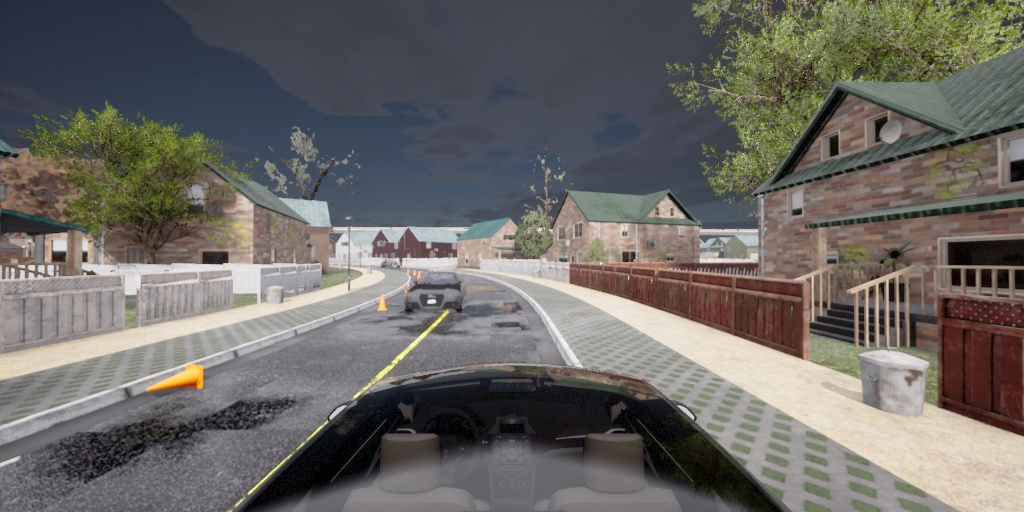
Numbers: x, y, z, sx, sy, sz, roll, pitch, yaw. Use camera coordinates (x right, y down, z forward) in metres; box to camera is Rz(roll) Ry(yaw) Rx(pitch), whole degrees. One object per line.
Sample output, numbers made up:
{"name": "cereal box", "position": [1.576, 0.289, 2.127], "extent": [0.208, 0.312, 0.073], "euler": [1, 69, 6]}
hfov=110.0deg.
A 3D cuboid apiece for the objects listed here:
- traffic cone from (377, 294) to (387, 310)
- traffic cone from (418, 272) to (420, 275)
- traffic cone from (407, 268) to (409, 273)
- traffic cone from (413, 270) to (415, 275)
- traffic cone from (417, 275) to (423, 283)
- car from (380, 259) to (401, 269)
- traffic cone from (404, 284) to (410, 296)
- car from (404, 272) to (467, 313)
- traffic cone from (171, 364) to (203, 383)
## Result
{"name": "traffic cone", "position": [-4.828, 1.710, 13.350], "extent": [0.340, 0.580, 0.340], "euler": [0, 0, -3]}
{"name": "traffic cone", "position": [-7.028, 1.705, 27.678], "extent": [0.340, 0.580, 0.340], "euler": [0, 0, -14]}
{"name": "traffic cone", "position": [-11.958, 1.690, 41.311], "extent": [0.340, 0.580, 0.340], "euler": [0, 0, -25]}
{"name": "traffic cone", "position": [-10.021, 1.696, 36.877], "extent": [0.340, 0.580, 0.340], "euler": [0, 0, -22]}
{"name": "traffic cone", "position": [-5.987, 1.708, 22.953], "extent": [0.340, 0.580, 0.340], "euler": [0, 0, -11]}
{"name": "car", "position": [-18.543, 1.255, 54.393], "extent": [1.812, 1.442, 4.674], "euler": [1, 0, -37]}
{"name": "traffic cone", "position": [-5.252, 1.710, 18.170], "extent": [0.340, 0.580, 0.340], "euler": [0, 0, -7]}
{"name": "car", "position": [-2.805, 1.320, 13.896], "extent": [1.994, 1.385, 4.181], "euler": [0, 0, -4]}
{"name": "traffic cone", "position": [-4.815, 1.535, 5.443], "extent": [0.340, 0.580, 0.340], "euler": [0, 0, 15]}
